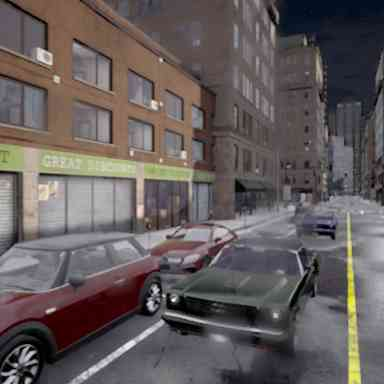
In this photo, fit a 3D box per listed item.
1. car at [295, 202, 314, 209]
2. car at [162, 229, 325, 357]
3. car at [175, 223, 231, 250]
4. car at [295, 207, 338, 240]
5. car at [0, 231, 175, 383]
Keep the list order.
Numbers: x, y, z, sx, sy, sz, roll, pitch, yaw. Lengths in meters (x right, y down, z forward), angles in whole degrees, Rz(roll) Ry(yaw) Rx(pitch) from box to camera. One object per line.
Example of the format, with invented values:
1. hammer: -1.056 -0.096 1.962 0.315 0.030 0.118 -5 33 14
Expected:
1. car: 12.048 1.743 35.431 1.887 1.381 4.507 0 -1 25
2. car: 1.311 1.634 6.391 1.895 1.301 4.718 0 0 25
3. car: 0.218 1.626 10.131 1.802 1.307 4.206 -1 -1 25
4. car: 6.833 1.708 17.957 1.895 1.301 4.718 0 0 25
5. car: -2.148 1.451 5.073 1.967 1.590 4.097 -1 -1 25
